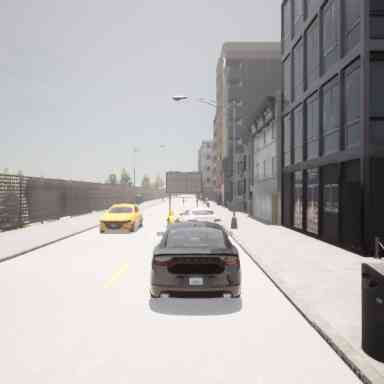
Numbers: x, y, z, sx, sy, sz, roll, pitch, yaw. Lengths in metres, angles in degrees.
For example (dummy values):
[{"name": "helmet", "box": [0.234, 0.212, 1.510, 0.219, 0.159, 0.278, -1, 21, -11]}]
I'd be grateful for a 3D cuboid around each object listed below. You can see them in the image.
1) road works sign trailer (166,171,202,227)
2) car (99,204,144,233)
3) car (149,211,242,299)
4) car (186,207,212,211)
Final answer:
[{"name": "road works sign trailer", "box": [-0.567, 0.464, 21.385, 2.380, 3.560, 2.880, 0, 0, -17]}, {"name": "car", "box": [-4.062, 1.477, 19.720, 1.882, 1.535, 5.008, 0, 0, 0]}, {"name": "car", "box": [0.072, 1.478, 8.540, 1.882, 1.535, 5.008, 0, 0, 0]}, {"name": "car", "box": [0.357, 1.540, 17.893, 1.812, 1.442, 4.674, 0, -1, -8]}]
